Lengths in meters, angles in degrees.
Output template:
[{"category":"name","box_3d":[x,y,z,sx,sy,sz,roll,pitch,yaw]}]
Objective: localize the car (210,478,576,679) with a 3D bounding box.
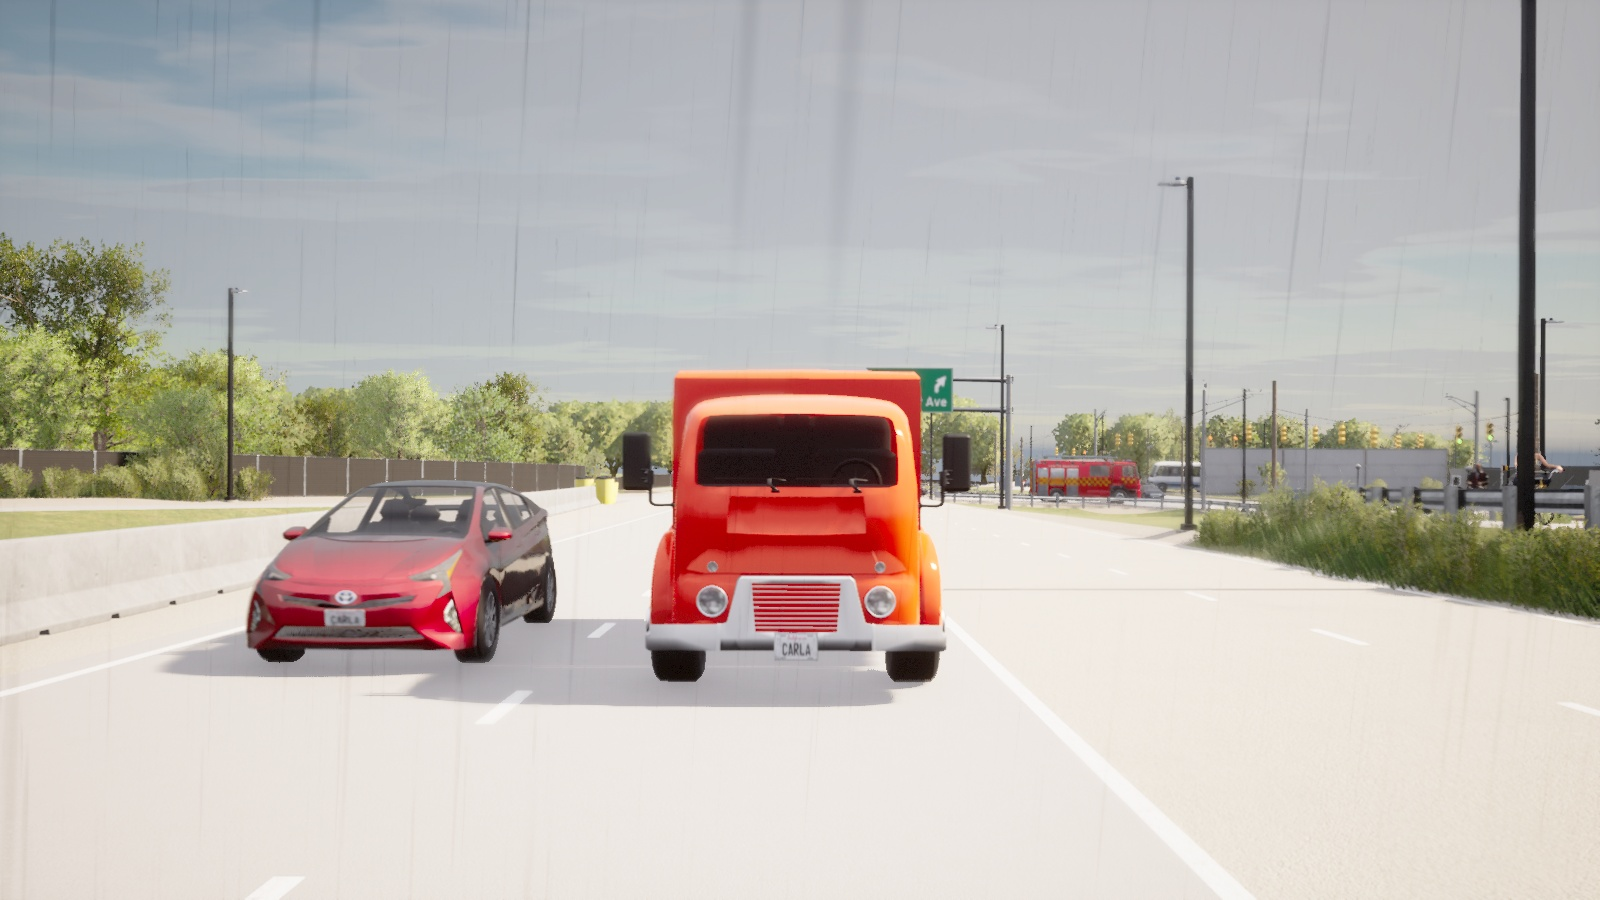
[{"category":"car","box_3d":[-3.528,1.037,11.910,2.007,1.525,4.514,0,-1,0]}]

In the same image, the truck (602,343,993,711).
[{"category":"truck","box_3d":[-0.028,0.573,11.067,2.627,2.467,5.204,0,-1,0]}]

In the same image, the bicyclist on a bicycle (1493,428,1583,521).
[{"category":"bicyclist on a bicycle","box_3d":[13.394,0.459,22.847,0.866,1.612,1.509,1,-2,6]}]
